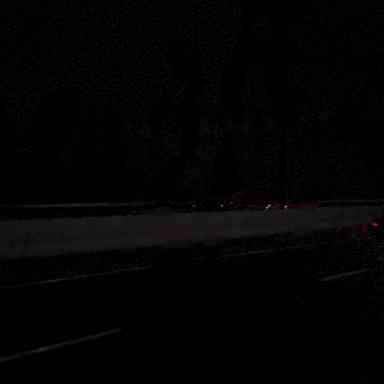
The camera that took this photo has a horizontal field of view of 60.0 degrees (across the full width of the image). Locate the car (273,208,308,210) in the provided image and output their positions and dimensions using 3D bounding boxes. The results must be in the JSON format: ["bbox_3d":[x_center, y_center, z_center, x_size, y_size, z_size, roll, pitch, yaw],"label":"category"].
[{"bbox_3d":[7.813,1.145,25.459,4.553,1.767,2.097,0,1,-29],"label":"car"}]

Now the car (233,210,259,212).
[{"bbox_3d":[5.922,1.347,28.442,4.718,1.301,1.895,0,1,-30],"label":"car"}]

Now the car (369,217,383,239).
[{"bbox_3d":[10.355,1.472,15.052,5.357,1.411,2.033,0,1,-29],"label":"car"}]
